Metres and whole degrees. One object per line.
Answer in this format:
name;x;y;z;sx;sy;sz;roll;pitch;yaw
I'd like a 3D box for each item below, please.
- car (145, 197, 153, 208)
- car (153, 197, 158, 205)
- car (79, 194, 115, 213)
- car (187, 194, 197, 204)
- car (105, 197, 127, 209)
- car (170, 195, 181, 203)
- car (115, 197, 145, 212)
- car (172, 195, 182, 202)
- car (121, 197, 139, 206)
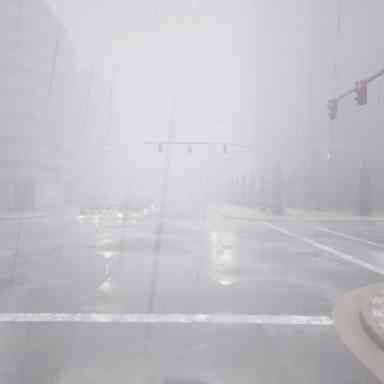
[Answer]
car;-7.060;1.526;47.033;1.812;1.442;4.674;0;0;-1
car;-7.041;1.564;56.913;1.994;1.385;4.181;0;0;0
car;-10.572;1.221;36.703;2.150;2.045;5.566;0;0;0
car;0.049;1.547;66.074;2.033;1.411;5.357;0;0;0
car;-10.563;1.478;46.405;1.882;1.535;5.008;0;0;0
car;-3.450;1.505;66.646;1.837;1.490;4.892;0;0;0
car;-7.072;1.352;38.049;2.097;1.767;4.553;0;0;0
car;-3.443;1.494;75.974;2.128;1.511;4.902;0;0;0
car;-10.541;1.547;56.738;2.033;1.411;5.357;0;0;0
